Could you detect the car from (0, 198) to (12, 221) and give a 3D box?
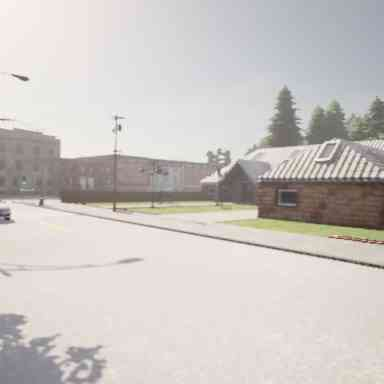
[{"bbox_3d":[-12.298,0.901,19.894,1.812,1.442,4.674,1,1,-43],"label":"car"}]
